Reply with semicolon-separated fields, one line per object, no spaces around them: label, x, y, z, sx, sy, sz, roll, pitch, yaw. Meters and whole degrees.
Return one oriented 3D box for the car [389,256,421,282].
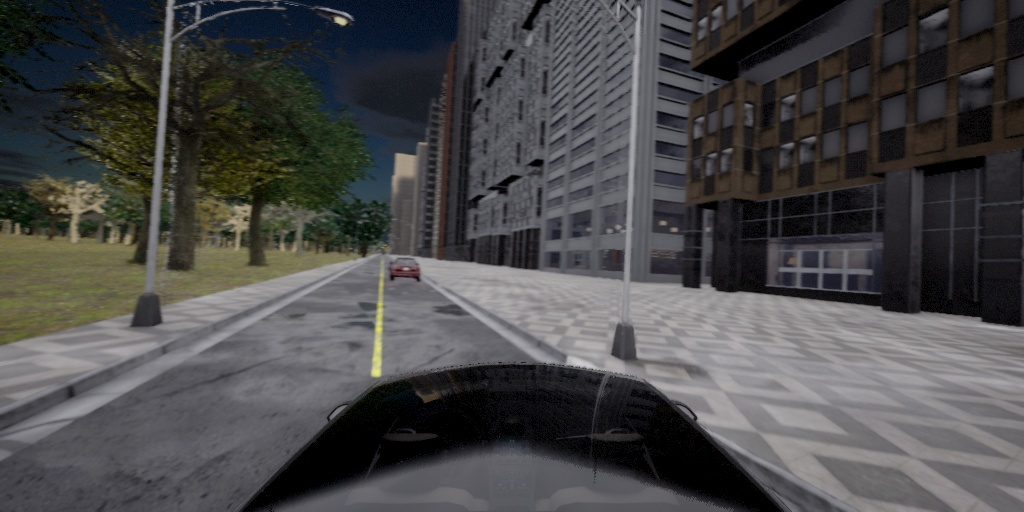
car;-8.088;0.887;27.032;2.097;1.767;4.553;3;-1;-19
